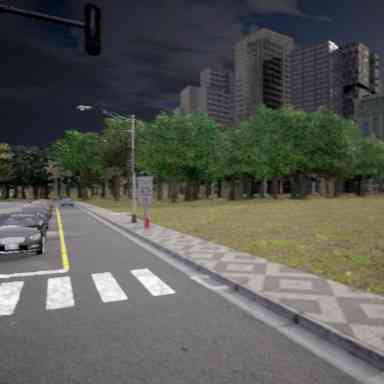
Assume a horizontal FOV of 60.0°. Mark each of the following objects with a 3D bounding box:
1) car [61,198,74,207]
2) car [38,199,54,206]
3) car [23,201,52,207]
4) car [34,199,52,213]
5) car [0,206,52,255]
[{"bbox_3d":[-20.671,1.718,54.994,2.033,1.411,5.357,-1,0,-24],"label":"car"},{"bbox_3d":[-13.930,1.601,30.543,1.882,1.535,5.008,-1,0,-22],"label":"car"},{"bbox_3d":[-10.364,1.597,21.791,1.837,1.490,4.892,-1,0,-22],"label":"car"},{"bbox_3d":[-17.837,1.659,40.071,1.837,1.490,4.892,-1,0,-23],"label":"car"},{"bbox_3d":[-6.863,1.551,13.267,2.128,1.511,4.902,-1,0,-22],"label":"car"}]
